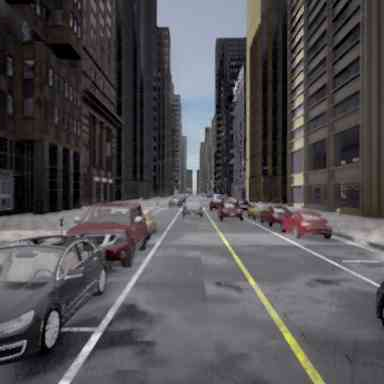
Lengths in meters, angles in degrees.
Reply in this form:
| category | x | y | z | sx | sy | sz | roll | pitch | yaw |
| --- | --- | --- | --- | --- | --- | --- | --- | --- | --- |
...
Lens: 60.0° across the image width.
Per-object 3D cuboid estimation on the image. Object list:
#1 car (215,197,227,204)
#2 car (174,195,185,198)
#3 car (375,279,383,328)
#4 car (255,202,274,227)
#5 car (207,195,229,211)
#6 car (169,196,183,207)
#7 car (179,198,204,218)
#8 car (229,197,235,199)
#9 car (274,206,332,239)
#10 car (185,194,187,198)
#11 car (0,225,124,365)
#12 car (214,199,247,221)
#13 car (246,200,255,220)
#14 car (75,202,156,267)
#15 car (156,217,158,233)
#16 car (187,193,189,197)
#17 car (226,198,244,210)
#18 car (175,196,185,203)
| category | x | y | z | sx | sy | sz | roll | pitch | yaw |
| --- | --- | --- | --- | --- | --- | --- | --- | --- | --- |
| car | 5.898 | 1.640 | 67.785 | 1.947 | 1.339 | 4.313 | 0 | 0 | 0 |
| car | -2.650 | 1.607 | 56.549 | 1.947 | 1.339 | 4.313 | 0 | 0 | 0 |
| car | 3.902 | 1.517 | 3.493 | 1.837 | 1.490 | 4.892 | 0 | 0 | 0 |
| car | 5.805 | 1.608 | 22.834 | 1.802 | 1.307 | 4.206 | 0 | 0 | 0 |
| car | 3.121 | 1.516 | 41.751 | 1.882 | 1.535 | 5.008 | 0 | 0 | 1 |
| car | -2.662 | 1.617 | 50.931 | 1.802 | 1.307 | 4.206 | 0 | 0 | 0 |
| car | 0.058 | 1.544 | 30.178 | 1.812 | 1.442 | 4.674 | 0 | 0 | 0 |
| car | 5.840 | 1.608 | 39.691 | 1.947 | 1.339 | 4.313 | 0 | 0 | 0 |
| car | 5.793 | 1.605 | 17.216 | 1.802 | 1.307 | 4.206 | 0 | 0 | 0 |
| car | -2.627 | 1.599 | 67.786 | 1.887 | 1.381 | 4.507 | 0 | 0 | 0 |
| car | -2.755 | 1.548 | 5.984 | 2.008 | 1.369 | 4.403 | 0 | 0 | 0 |
| car | 3.107 | 1.550 | 27.694 | 1.812 | 1.442 | 4.674 | 0 | 0 | 1 |
| car | 5.817 | 1.556 | 28.623 | 1.752 | 1.417 | 4.829 | 0 | 0 | 0 |
| car | -2.743 | 1.315 | 11.602 | 2.192 | 1.841 | 5.009 | 0 | 0 | 0 |
| car | -2.732 | 1.528 | 17.051 | 1.752 | 1.417 | 4.829 | 0 | 0 | 0 |
| car | -2.580 | 1.398 | 90.259 | 2.192 | 1.841 | 5.009 | 0 | 0 | 0 |
| car | 5.851 | 1.593 | 45.310 | 1.887 | 1.381 | 4.507 | 0 | 0 | 0 |
| car | -2.615 | 1.627 | 73.404 | 1.947 | 1.339 | 4.313 | 0 | 0 | 0 |
